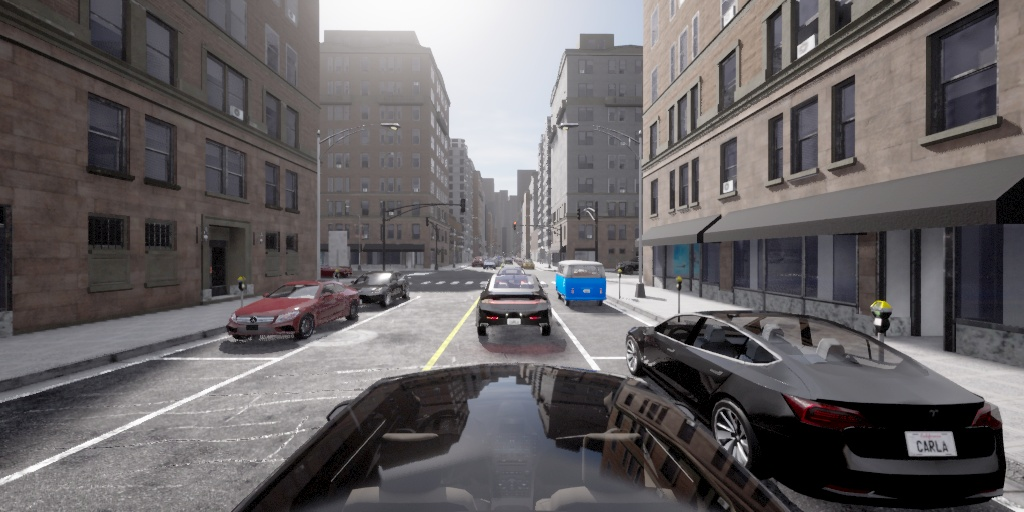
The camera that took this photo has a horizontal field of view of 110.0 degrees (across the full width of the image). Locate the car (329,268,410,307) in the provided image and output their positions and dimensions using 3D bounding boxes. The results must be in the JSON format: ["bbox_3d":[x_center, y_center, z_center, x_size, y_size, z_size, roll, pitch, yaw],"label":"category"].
[{"bbox_3d":[-5.694,1.315,15.393,1.948,1.339,4.313,0,0,0],"label":"car"}]

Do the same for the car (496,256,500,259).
[{"bbox_3d":[-3.527,1.242,64.638,1.837,1.490,4.892,0,0,-1],"label":"car"}]

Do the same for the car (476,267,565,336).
[{"bbox_3d":[0.057,1.241,10.388,2.128,1.511,4.902,0,0,0],"label":"car"}]

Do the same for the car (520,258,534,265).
[{"bbox_3d":[2.546,1.267,54.778,1.751,1.417,4.829,0,0,-1],"label":"car"}]

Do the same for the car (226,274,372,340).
[{"bbox_3d":[-5.683,1.332,9.942,1.802,1.307,4.207,0,0,0],"label":"car"}]

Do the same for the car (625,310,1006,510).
[{"bbox_3d":[2.852,1.316,4.522,1.948,1.339,4.313,0,0,0],"label":"car"}]

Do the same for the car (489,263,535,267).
[{"bbox_3d":[-0.034,1.297,20.131,2.033,1.411,5.357,0,0,0],"label":"car"}]

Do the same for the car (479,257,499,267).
[{"bbox_3d":[-3.410,1.290,54.939,2.033,1.411,5.357,0,0,-1],"label":"car"}]

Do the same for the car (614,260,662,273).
[{"bbox_3d":[14.726,1.211,42.081,5.008,1.535,1.882,0,0,-1],"label":"car"}]

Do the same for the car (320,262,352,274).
[{"bbox_3d":[-16.657,1.340,31.695,4.718,1.301,1.895,0,0,-1],"label":"car"}]

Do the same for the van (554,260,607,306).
[{"bbox_3d":[2.831,1.090,15.419,1.690,1.789,3.998,0,0,0],"label":"van"}]

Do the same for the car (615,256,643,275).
[{"bbox_3d":[14.107,0.964,38.823,5.566,2.045,2.150,0,0,-1],"label":"car"}]

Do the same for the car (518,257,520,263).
[{"bbox_3d":[2.462,1.179,60.133,1.967,1.591,4.097,0,0,-1],"label":"car"}]
